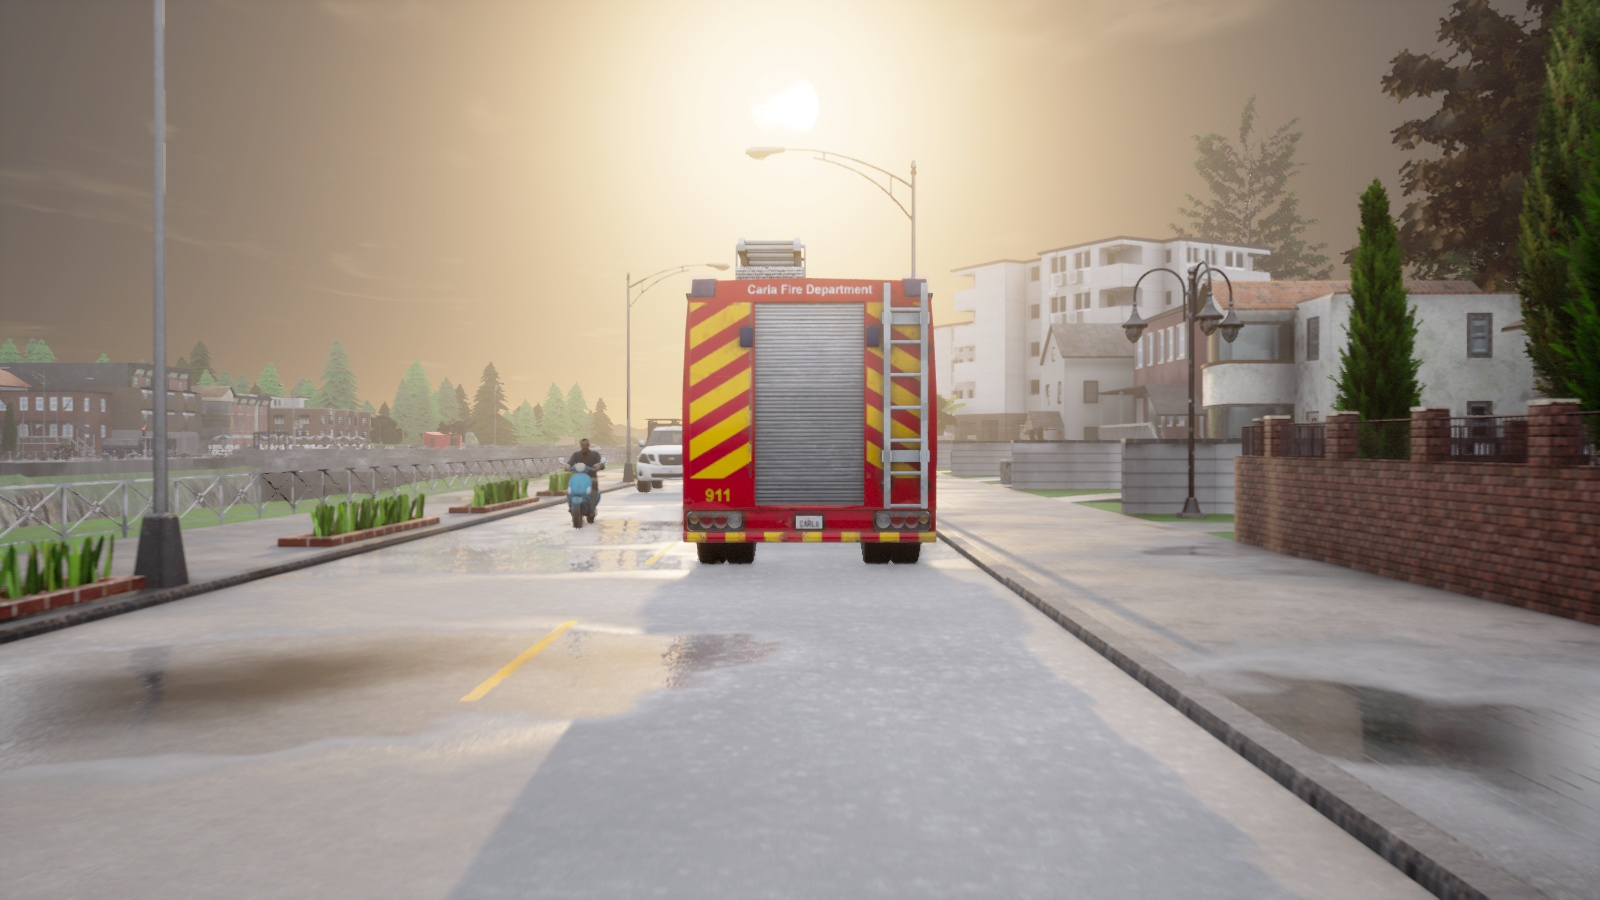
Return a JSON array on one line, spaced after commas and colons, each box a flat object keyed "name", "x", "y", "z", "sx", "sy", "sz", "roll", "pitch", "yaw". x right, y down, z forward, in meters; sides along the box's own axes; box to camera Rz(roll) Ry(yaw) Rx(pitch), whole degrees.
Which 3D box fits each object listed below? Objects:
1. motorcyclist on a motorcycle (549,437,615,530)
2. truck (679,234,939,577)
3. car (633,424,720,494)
[{"name": "motorcyclist on a motorcycle", "x": -3.856, "y": 0.571, "z": 22.351, "sx": 0.866, "sy": 1.590, "sz": 1.817, "roll": 0, "pitch": 0, "yaw": 0}, {"name": "truck", "x": 0.121, "y": -0.521, "z": 18.237, "sx": 2.891, "sy": 3.827, "sz": 8.468, "roll": 0, "pitch": 0, "yaw": 0}, {"name": "car", "x": -3.759, "y": 0.241, "z": 39.320, "sx": 2.150, "sy": 2.045, "sz": 5.566, "roll": 0, "pitch": 0, "yaw": 0}]
